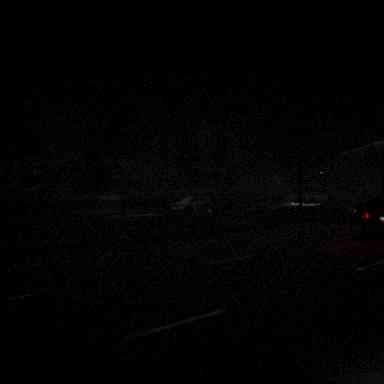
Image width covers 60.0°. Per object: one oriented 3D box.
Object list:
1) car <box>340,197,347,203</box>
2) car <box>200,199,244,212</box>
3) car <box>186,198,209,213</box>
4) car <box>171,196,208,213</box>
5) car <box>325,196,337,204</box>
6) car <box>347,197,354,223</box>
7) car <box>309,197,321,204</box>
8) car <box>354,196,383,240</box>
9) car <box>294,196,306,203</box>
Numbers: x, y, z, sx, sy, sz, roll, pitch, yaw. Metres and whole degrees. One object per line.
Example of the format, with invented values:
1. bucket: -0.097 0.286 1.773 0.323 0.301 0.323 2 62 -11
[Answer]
1. car: 27.116 1.616 58.206 1.812 1.442 4.674 -1 0 32
2. car: 3.404 1.733 34.348 4.892 1.490 1.837 1 -2 -44
3. car: 2.124 1.759 38.024 4.902 1.511 2.128 -1 0 -45
4. car: -0.024 1.540 40.802 2.150 2.045 5.566 -1 -1 45
5. car: 27.576 1.640 65.915 1.837 1.490 4.892 -1 -1 30
6. car: 13.513 1.365 24.388 4.553 1.767 2.097 0 -1 -45
7. car: 26.297 1.742 70.922 1.994 1.385 4.181 -1 0 28
8. car: 10.123 1.215 15.999 5.566 2.045 2.150 0 0 -43
9. car: 24.126 1.588 74.405 2.097 1.767 4.553 -1 0 28
